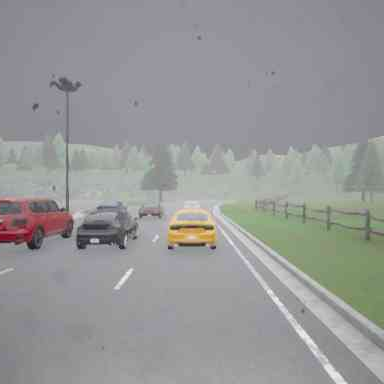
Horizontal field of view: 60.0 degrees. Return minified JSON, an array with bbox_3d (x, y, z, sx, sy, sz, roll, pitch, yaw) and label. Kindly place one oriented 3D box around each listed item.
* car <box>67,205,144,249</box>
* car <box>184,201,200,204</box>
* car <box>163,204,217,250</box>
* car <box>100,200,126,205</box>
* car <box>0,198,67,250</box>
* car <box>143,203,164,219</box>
[{"bbox_3d":[-3.500,1.513,14.403,1.837,1.490,4.892,0,0,0],"label":"car"},{"bbox_3d":[0.000,1.530,29.402,1.812,1.442,4.674,0,0,0],"label":"car"},{"bbox_3d":[0.000,1.482,14.402,1.882,1.535,5.008,0,0,0],"label":"car"},{"bbox_3d":[-7.000,1.482,29.403,1.882,1.535,5.008,0,0,0],"label":"car"},{"bbox_3d":[-7.000,1.255,14.433,2.150,2.045,5.566,0,0,0],"label":"car"},{"bbox_3d":[-3.500,1.614,29.433,1.895,1.301,4.718,0,0,0],"label":"car"}]
